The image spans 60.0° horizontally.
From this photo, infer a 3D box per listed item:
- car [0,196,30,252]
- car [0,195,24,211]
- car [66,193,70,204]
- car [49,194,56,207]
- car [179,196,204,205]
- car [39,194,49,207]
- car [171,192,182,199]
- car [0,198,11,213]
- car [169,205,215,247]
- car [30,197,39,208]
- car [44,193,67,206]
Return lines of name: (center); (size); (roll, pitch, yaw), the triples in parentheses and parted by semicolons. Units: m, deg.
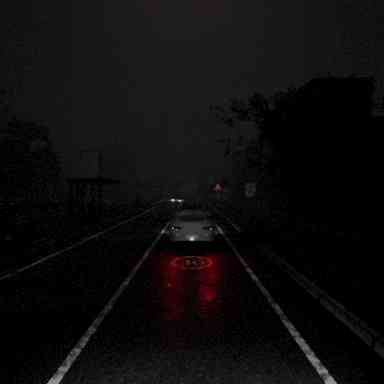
car: (-8.957, 1.211, 11.284); (5.566, 2.045, 2.435); (0, 0, 0)
car: (-22.132, 1.251, 38.152); (4.553, 1.767, 2.185); (0, 0, 0)
car: (-22.149, 1.369, 52.030); (4.792, 1.488, 2.163); (0, 0, 0)
car: (-22.141, 1.383, 46.478); (4.792, 1.488, 2.163); (0, 0, 0)
car: (0.001, 1.395, 29.688); (1.882, 1.535, 5.008); (0, 0, 0)
car: (-22.102, 1.362, 43.703); (4.892, 1.521, 2.231); (0, 0, 0)
car: (-3.249, 0.763, 70.896); (1.837, 1.490, 4.892); (0, 1, 0)
car: (-22.095, 1.425, 35.377); (4.674, 1.452, 2.002); (0, 0, 0)
car: (0.000, 1.500, 14.670); (1.812, 1.442, 4.674); (0, 0, 0)
car: (-22.110, 1.369, 40.928); (5.008, 1.535, 2.097); (0, 0, 0)
car: (-21.930, 1.344, 49.253); (5.366, 1.575, 1.946); (0, 0, 0)
